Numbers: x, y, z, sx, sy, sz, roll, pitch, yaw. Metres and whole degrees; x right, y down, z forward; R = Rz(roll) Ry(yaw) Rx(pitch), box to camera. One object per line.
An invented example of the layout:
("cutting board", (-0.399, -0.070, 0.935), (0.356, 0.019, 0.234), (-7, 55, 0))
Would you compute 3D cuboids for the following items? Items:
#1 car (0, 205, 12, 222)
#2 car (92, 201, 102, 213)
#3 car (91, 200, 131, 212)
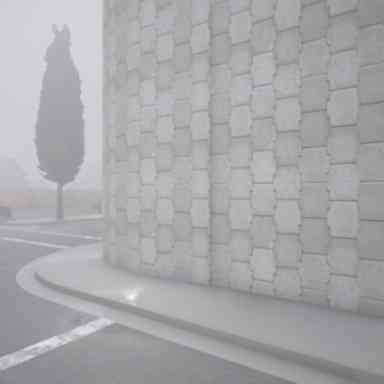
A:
("car", (-16.170, 1.492, 24.752), (1.882, 1.535, 5.008), (0, 0, 35))
("car", (-7.923, 1.237, 36.552), (2.150, 2.045, 5.566), (0, 0, 35))
("car", (-9.688, 1.618, 40.128), (1.895, 1.301, 4.718), (0, 0, 35))
